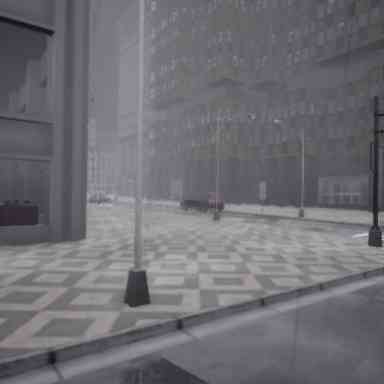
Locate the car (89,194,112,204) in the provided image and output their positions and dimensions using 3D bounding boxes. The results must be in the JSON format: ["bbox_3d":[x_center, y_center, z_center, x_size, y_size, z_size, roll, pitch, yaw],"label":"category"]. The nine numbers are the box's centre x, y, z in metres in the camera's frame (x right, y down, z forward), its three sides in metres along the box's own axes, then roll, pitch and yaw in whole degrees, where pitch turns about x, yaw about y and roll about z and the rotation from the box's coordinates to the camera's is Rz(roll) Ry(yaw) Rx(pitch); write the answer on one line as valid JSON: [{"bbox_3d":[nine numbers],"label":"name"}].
[{"bbox_3d":[-13.740,1.030,49.705,2.033,1.411,5.357,1,0,-35],"label":"car"}]

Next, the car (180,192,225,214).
[{"bbox_3d":[1.040,1.034,34.087,2.150,2.045,5.566,1,0,-35],"label":"car"}]
